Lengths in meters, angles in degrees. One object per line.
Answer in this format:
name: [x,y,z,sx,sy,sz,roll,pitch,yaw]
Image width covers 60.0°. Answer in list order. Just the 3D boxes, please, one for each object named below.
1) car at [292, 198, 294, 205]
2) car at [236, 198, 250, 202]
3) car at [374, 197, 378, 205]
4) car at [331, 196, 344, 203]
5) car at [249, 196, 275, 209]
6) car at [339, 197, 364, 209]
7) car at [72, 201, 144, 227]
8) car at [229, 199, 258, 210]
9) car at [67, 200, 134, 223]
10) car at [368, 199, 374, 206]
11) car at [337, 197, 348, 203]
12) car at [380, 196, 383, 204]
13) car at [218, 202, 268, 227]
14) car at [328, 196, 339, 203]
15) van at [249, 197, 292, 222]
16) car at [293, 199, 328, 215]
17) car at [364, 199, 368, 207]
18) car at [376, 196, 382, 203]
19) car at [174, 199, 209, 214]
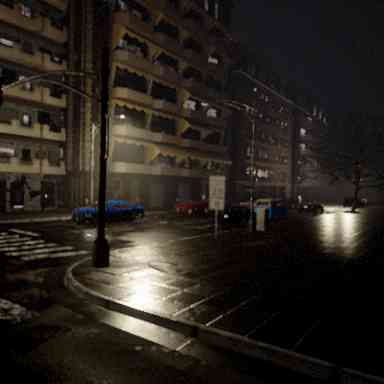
car: [16.388,1.695,55.501,1.802,1.307,4.206,2,1,36]
car: [7.339,1.390,38.781,2.097,1.767,4.553,2,1,36]
car: [36.242,2.101,68.365,1.887,1.381,4.507,2,1,36]
car: [36.055,1.821,82.250,1.967,1.590,4.097,2,1,36]
car: [9.837,1.461,46.583,1.967,1.590,4.097,2,1,36]
car: [26.416,1.737,54.989,2.192,1.841,5.009,2,1,36]
car: [-5.288,1.335,21.614,1.882,1.535,5.008,2,1,36]
car: [6.557,1.556,42.126,1.802,1.307,4.206,2,1,36]
car: [-6.551,1.338,24.291,2.008,1.369,4.403,2,0,36]
car: [32.966,1.952,63.907,1.967,1.590,4.097,2,1,36]
car: [39.229,1.949,86.572,1.752,1.417,4.829,2,1,36]
car: [46.079,2.004,81.740,2.192,1.841,5.009,2,1,36]
car: [3.470,1.664,23.781,1.947,1.339,4.313,2,0,36]
car: [32.774,1.903,77.793,1.947,1.339,4.313,2,1,36]
van: [6.752,1.486,28.238,1.690,1.788,3.998,2,1,36]
car: [13.304,1.679,37.156,1.967,1.590,4.097,2,1,36]
car: [29.686,2.049,59.449,1.802,1.307,4.206,2,1,36]
car: [39.518,2.152,72.825,2.008,1.369,4.403,2,1,36]
car: [0.004,1.426,33.208,1.887,1.381,4.507,2,1,36]
